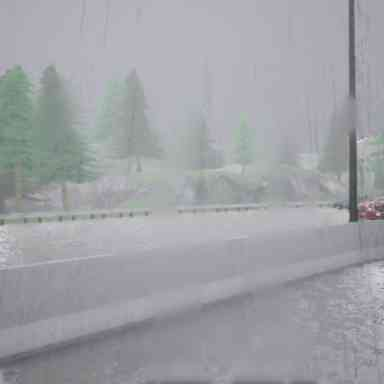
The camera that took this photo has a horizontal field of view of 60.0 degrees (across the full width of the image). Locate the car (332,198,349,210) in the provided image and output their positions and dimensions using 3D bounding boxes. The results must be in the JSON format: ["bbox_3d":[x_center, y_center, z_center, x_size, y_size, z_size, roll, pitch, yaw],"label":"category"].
[{"bbox_3d":[16.418,1.063,32.563,5.357,1.411,2.033,-1,1,-19],"label":"car"}]

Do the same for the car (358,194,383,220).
[{"bbox_3d":[12.944,0.864,19.778,5.566,2.045,2.150,-1,0,-25],"label":"car"}]
